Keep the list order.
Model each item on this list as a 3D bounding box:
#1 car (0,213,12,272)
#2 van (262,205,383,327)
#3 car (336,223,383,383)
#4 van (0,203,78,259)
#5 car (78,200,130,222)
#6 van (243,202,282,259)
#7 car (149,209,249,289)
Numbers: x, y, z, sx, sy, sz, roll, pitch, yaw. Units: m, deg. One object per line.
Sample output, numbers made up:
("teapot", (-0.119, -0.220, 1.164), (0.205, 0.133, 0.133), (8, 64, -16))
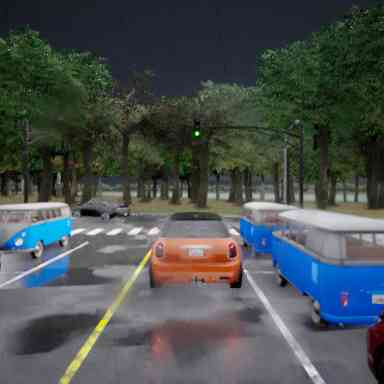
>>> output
("car", (-5.775, 1.418, 6.681), (1.967, 1.590, 4.097), (0, 0, 0))
("van", (2.750, 1.319, 6.694), (1.690, 1.788, 3.998), (0, 0, 0))
("car", (2.759, 1.310, 1.256), (2.192, 1.841, 5.009), (0, 0, 0))
("van", (-5.783, 1.302, 12.118), (1.690, 1.788, 3.998), (0, 0, 0))
("car", (-6.920, 1.321, 25.013), (4.902, 1.511, 2.128), (2, 0, 28))
("van", (2.742, 1.302, 12.131), (1.690, 1.788, 3.998), (0, 0, 0))
("car", (0.088, 1.321, 9.234), (2.097, 1.767, 4.553), (0, 0, 0))
